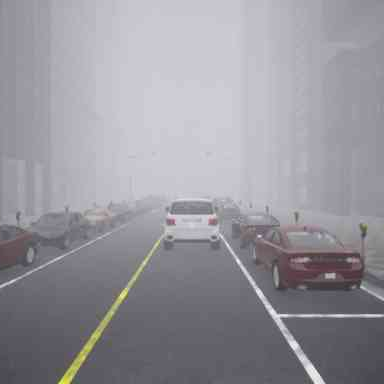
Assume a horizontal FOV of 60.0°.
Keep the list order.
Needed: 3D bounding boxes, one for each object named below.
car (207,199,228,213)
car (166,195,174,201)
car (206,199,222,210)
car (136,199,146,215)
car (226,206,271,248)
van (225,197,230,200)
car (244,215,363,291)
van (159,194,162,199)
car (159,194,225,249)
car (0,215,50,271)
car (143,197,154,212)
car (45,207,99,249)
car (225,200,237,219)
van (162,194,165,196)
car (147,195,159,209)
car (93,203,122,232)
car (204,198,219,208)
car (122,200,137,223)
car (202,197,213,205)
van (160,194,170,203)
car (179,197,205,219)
[{"bbox_3d":[2.761,1.560,37.051,2.008,1.369,4.403,0,0,0],"label":"car"},{"bbox_3d":[-5.765,1.619,87.763,1.887,1.381,4.507,0,0,0],"label":"car"},{"bbox_3d":[2.761,1.596,42.687,1.802,1.307,4.206,0,0,0],"label":"car"},{"bbox_3d":[-5.764,1.587,31.398,1.802,1.307,4.206,0,0,0],"label":"car"},{"bbox_3d":[2.761,1.543,14.506,1.887,1.381,4.507,0,0,0],"label":"car"},{"bbox_3d":[2.761,1.346,31.414,1.690,1.788,3.998,0,0,0],"label":"van"},{"bbox_3d":[2.761,1.542,8.869,1.887,1.381,4.507,0,0,0],"label":"car"},{"bbox_3d":[-5.765,1.360,48.308,1.690,1.788,3.998,0,0,0],"label":"van"},{"bbox_3d":[0.000,1.257,14.680,2.150,2.045,5.566,0,0,0],"label":"car"},{"bbox_3d":[-5.764,1.542,8.852,1.887,1.381,4.507,0,0,0],"label":"car"},{"bbox_3d":[-5.764,1.575,37.034,1.947,1.339,4.313,0,0,0],"label":"car"},{"bbox_3d":[-5.764,1.564,14.488,1.947,1.339,4.313,0,0,0],"label":"car"},{"bbox_3d":[2.761,1.553,25.778,2.008,1.369,4.403,0,0,0],"label":"car"},{"bbox_3d":[-5.765,1.366,53.944,1.690,1.788,3.998,0,0,0],"label":"van"},{"bbox_3d":[-5.764,1.454,42.671,1.967,1.590,4.097,0,0,0],"label":"car"},{"bbox_3d":[-5.764,1.525,19.954,1.752,1.417,4.829,0,0,0],"label":"car"},{"bbox_3d":[2.761,1.570,48.323,2.008,1.369,4.403,0,0,0],"label":"car"},{"bbox_3d":[-5.764,1.568,25.761,1.947,1.339,4.313,0,0,0],"label":"car"},{"bbox_3d":[2.761,1.577,59.595,1.887,1.381,4.507,0,0,0],"label":"car"},{"bbox_3d":[-5.765,1.388,70.853,1.690,1.788,3.998,0,0,0],"label":"van"},{"bbox_3d":[0.000,1.371,29.621,2.097,1.767,4.553,0,0,0],"label":"car"}]
